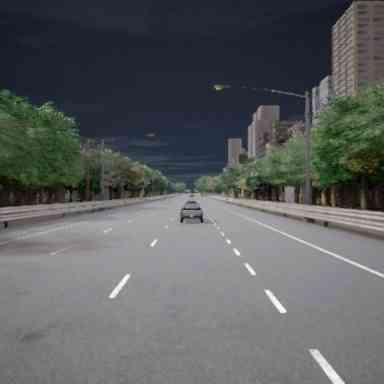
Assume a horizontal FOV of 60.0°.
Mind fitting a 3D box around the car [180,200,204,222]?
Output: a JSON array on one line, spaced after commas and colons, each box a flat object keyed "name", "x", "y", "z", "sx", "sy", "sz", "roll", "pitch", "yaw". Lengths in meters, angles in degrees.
[{"name": "car", "x": -0.016, "y": 1.695, "z": 28.366, "sx": 2.128, "sy": 1.511, "sz": 4.902, "roll": 0, "pitch": 0, "yaw": 0}]

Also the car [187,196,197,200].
[{"name": "car", "x": -0.022, "y": 1.921, "z": 55.502, "sx": 1.837, "sy": 1.490, "sz": 4.892, "roll": 0, "pitch": 0, "yaw": 0}]
